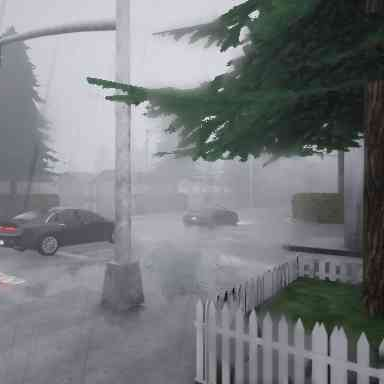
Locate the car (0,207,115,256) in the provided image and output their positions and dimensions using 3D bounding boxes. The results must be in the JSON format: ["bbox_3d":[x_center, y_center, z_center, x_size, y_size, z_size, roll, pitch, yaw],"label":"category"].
[{"bbox_3d":[-4.508,1.313,12.325,1.837,1.490,4.892,0,0,35],"label":"car"}]

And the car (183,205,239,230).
[{"bbox_3d":[1.265,1.468,20.671,1.994,1.385,4.181,1,1,35],"label":"car"}]
